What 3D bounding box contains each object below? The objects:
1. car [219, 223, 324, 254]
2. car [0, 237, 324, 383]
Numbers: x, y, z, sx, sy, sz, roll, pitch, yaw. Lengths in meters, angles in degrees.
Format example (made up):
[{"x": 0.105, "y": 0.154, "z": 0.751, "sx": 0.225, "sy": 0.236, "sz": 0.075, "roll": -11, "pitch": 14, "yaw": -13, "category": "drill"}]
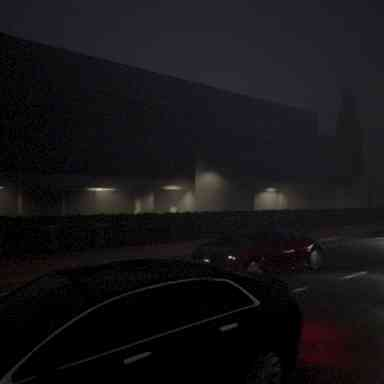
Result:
[{"x": 1.993, "y": 1.639, "z": 9.766, "sx": 4.181, "sy": 1.385, "sz": 1.994, "roll": 1, "pitch": 0, "yaw": -36, "category": "car"}, {"x": -0.896, "y": 1.518, "z": 3.353, "sx": 4.892, "sy": 1.490, "sz": 1.837, "roll": 1, "pitch": 0, "yaw": -36, "category": "car"}]
